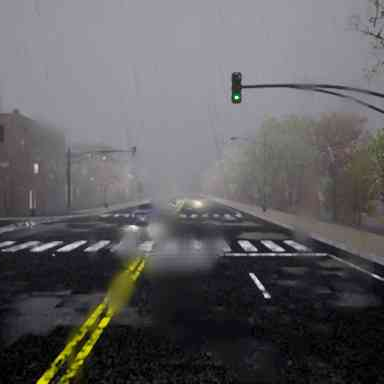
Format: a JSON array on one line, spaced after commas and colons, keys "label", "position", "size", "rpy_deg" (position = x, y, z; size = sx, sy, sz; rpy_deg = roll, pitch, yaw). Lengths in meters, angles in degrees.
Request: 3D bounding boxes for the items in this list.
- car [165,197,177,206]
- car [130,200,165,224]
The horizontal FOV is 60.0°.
[{"label": "car", "position": [-3.369, 1.487, 52.669], "size": [2.033, 1.411, 5.357], "rpy_deg": [0, 0, 0]}, {"label": "car", "position": [-3.266, 1.531, 24.392], "size": [1.812, 1.442, 4.674], "rpy_deg": [0, 0, 0]}]
